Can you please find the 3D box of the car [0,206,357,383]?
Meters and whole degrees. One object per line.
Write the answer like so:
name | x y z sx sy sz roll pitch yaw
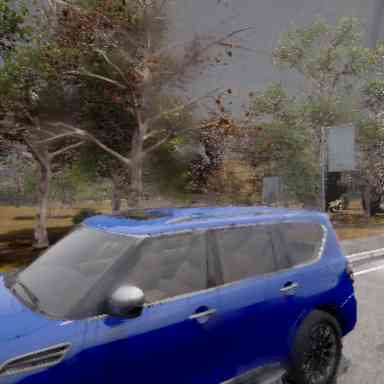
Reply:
car | -0.419 1.223 3.691 5.566 2.045 2.150 0 0 -35
